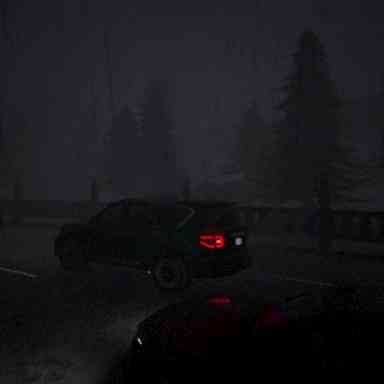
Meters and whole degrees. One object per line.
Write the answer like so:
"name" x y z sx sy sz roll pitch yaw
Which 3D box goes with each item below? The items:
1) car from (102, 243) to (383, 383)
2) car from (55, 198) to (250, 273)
"car" 1.482 1.522 2.752 4.674 1.442 1.812 1 0 36
"car" -1.215 1.165 8.828 5.566 2.045 2.150 1 0 33
